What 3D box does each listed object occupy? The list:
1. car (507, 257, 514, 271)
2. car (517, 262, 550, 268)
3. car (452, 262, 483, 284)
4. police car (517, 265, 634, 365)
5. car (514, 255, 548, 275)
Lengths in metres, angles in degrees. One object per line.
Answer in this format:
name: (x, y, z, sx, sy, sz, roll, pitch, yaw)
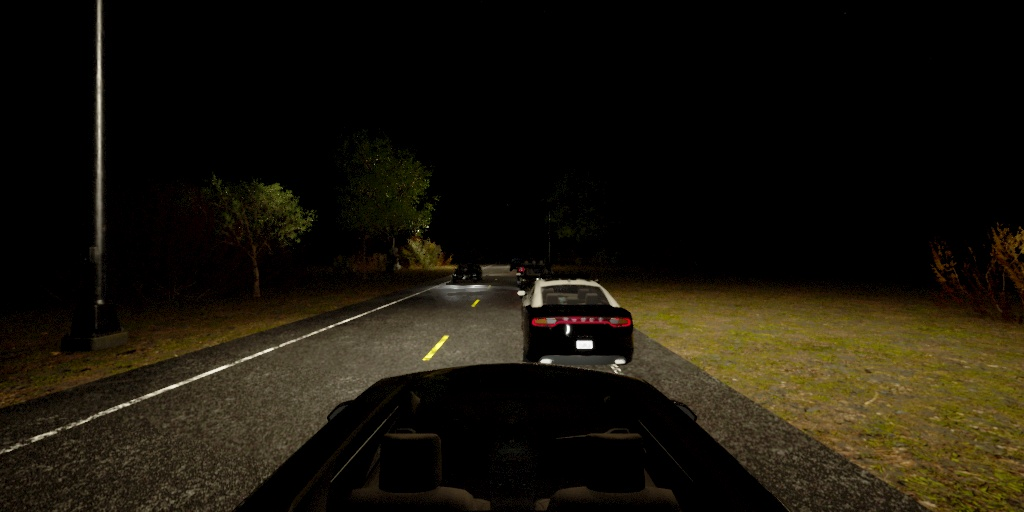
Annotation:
car: (0.700, 1.230, 46.572, 1.812, 1.442, 4.674, 0, 0, 1)
car: (1.305, 1.248, 18.039, 1.837, 1.490, 4.892, 0, 0, 1)
car: (-3.225, 1.239, 26.673, 1.837, 1.490, 4.892, 0, 0, 1)
police car: (1.164, 1.173, 8.151, 1.930, 1.638, 5.238, 0, 0, 1)
car: (1.389, 0.962, 24.069, 2.150, 2.045, 5.566, 0, 0, 1)
